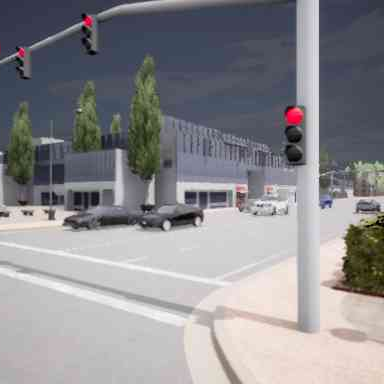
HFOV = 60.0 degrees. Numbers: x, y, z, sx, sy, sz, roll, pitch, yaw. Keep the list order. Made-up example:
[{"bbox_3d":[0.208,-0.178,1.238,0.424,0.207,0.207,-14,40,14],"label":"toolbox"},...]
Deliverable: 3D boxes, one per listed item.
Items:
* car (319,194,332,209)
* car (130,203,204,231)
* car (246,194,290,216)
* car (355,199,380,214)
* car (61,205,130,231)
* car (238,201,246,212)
[{"bbox_3d":[17.603,1.289,45.718,2.150,2.045,5.566,0,0,37],"label":"car"},{"bbox_3d":[-1.209,1.493,20.895,1.882,1.535,5.008,0,0,37],"label":"car"},{"bbox_3d":[7.906,1.232,32.994,2.150,2.045,5.566,0,0,37],"label":"car"},{"bbox_3d":[18.814,1.497,35.520,2.128,1.511,4.902,0,0,37],"label":"car"},{"bbox_3d":[-5.426,1.567,21.111,2.033,1.411,5.357,0,0,37],"label":"car"},{"bbox_3d":[6.942,1.522,37.520,1.837,1.490,4.892,0,0,37],"label":"car"}]
